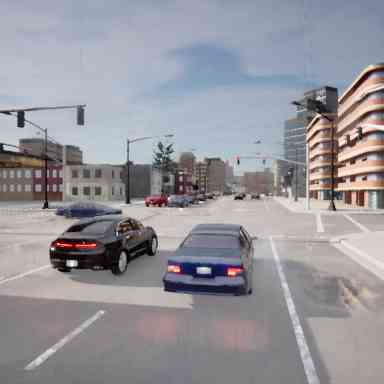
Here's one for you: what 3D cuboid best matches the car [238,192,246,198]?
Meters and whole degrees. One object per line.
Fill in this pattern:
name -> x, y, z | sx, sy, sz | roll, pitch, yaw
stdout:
car -> 12.958, 0.828, 86.356 | 1.994, 1.385, 4.181 | 0, 0, 11

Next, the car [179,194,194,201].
car -> -1.119, 1.133, 69.176 | 2.033, 1.411, 5.357 | 0, 1, 11

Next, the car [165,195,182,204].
car -> -3.241, 1.289, 58.802 | 1.812, 1.442, 4.674 | 0, 1, 12

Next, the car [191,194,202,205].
car -> -0.177, 1.284, 56.279 | 2.128, 1.511, 4.902 | 0, 1, 11

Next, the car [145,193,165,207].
car -> -5.145, 1.123, 49.245 | 2.150, 2.045, 5.566 | 0, 1, 11

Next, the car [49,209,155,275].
car -> -2.508, 1.514, 10.584 | 1.837, 1.490, 4.892 | 0, 0, 11

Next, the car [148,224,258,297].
car -> 0.709, 1.555, 8.839 | 2.033, 1.411, 5.357 | 0, 0, 11

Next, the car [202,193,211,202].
car -> 1.779, 1.176, 65.928 | 2.033, 1.411, 5.357 | 0, 1, 12

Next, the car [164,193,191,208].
car -> -1.938, 1.264, 47.369 | 2.097, 1.767, 4.553 | 0, 1, 11

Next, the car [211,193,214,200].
car -> 3.822, 0.928, 76.169 | 1.882, 1.535, 5.008 | 0, 1, 11

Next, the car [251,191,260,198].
car -> 16.361, 0.538, 85.524 | 2.097, 1.767, 4.553 | 0, 0, 11

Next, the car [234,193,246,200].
car -> 10.388, 1.075, 73.235 | 1.895, 1.301, 4.718 | 0, 1, 11

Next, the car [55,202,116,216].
car -> -8.531, 1.545, 27.596 | 5.357, 1.411, 2.033 | 0, 0, 10

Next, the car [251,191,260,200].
car -> 14.356, 0.946, 75.320 | 2.128, 1.511, 4.902 | 0, 1, 11
